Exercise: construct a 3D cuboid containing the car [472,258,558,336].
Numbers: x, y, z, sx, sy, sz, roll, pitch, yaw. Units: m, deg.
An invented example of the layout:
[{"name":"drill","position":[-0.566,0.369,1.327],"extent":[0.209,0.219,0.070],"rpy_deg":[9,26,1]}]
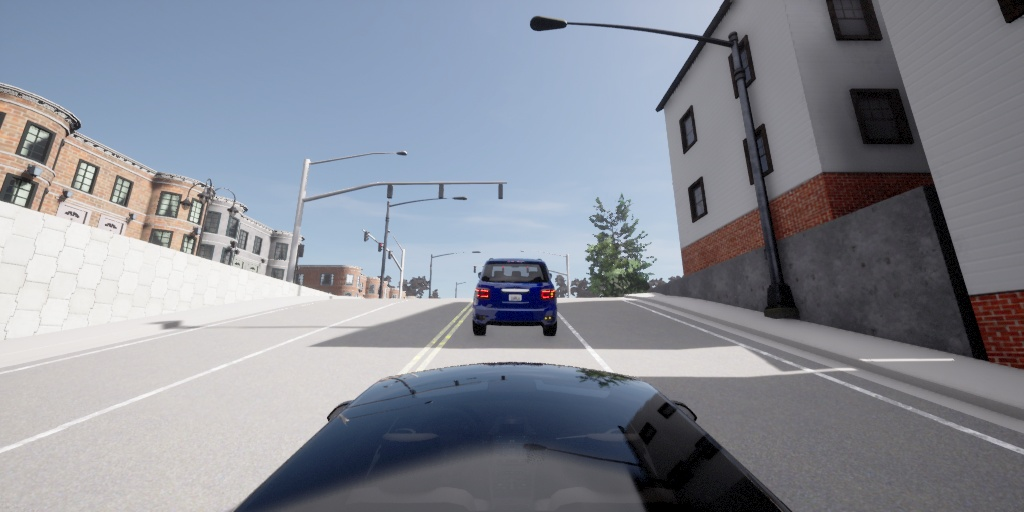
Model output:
[{"name":"car","position":[0.087,1.097,11.008],"extent":[2.150,2.045,5.566],"rpy_deg":[1,-1,0]}]
